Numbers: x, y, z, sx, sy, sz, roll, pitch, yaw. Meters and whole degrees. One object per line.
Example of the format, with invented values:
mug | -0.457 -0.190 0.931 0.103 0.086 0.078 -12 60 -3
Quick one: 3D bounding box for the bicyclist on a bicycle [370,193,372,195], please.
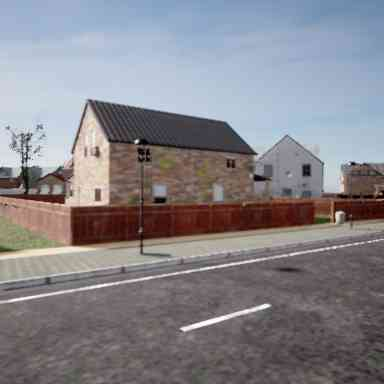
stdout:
bicyclist on a bicycle | 31.389 1.035 58.329 0.582 1.620 1.656 1 1 19
